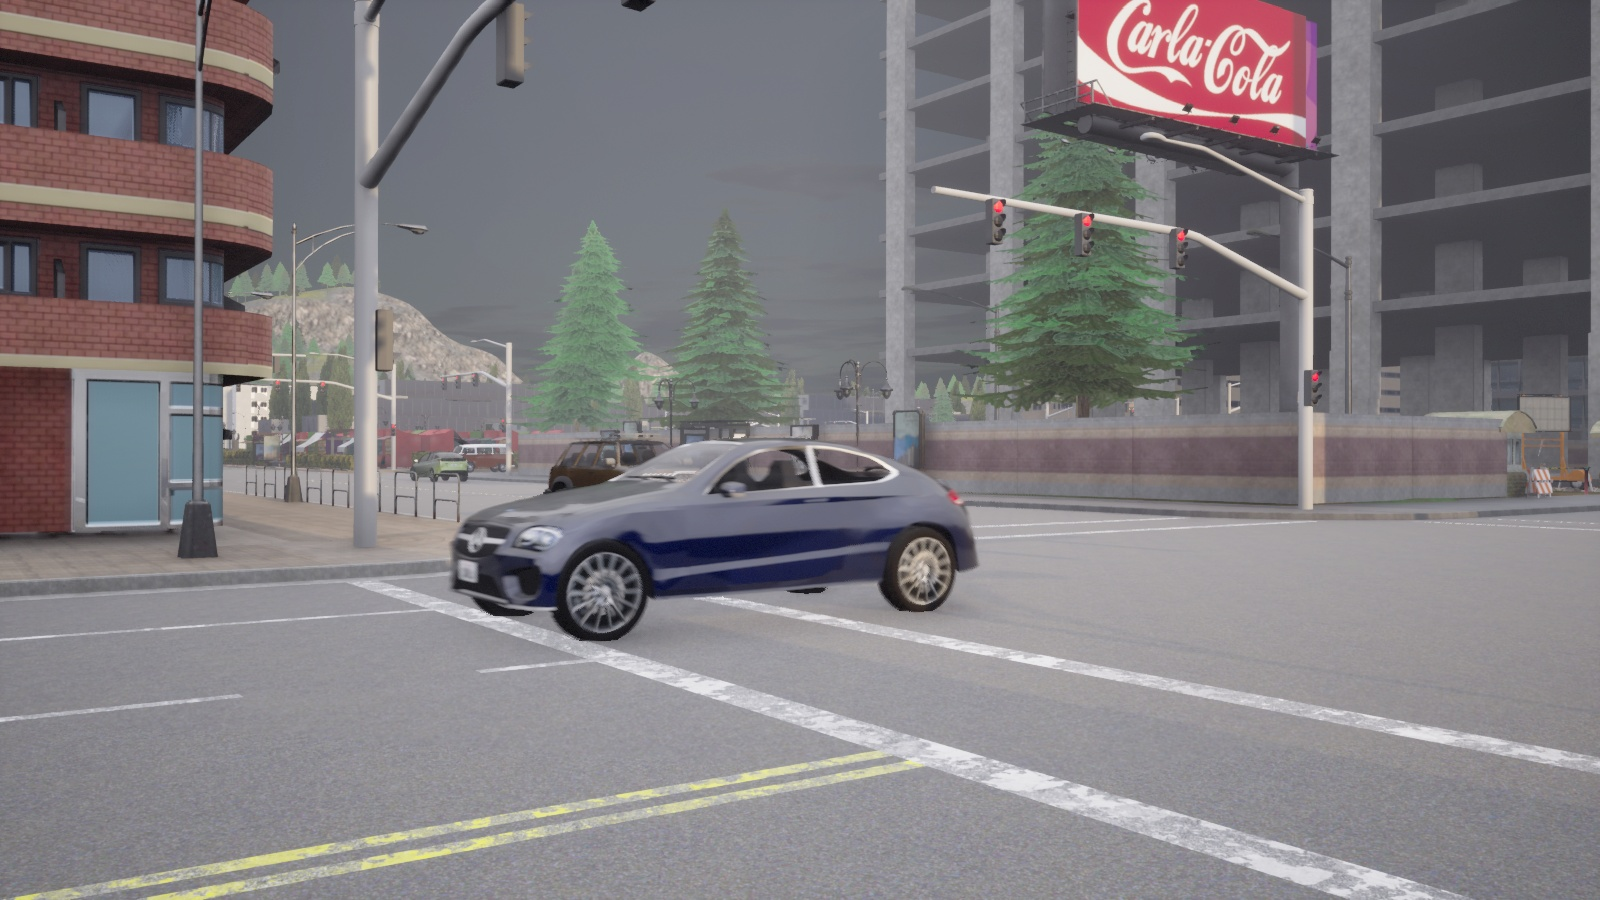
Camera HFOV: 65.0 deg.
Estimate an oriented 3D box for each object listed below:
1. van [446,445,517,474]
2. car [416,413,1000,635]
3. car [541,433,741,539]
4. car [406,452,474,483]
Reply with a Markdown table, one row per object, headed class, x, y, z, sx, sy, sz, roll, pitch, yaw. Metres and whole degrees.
| class | x | y | z | sx | sy | sz | roll | pitch | yaw |
| --- | --- | --- | --- | --- | --- | --- | --- | --- | --- |
| van | -22.778 | 0.681 | 89.898 | 4.480 | 2.038 | 2.069 | 0 | 0 | -35 |
| car | -0.729 | 0.554 | 11.683 | 5.027 | 1.651 | 2.152 | 0 | 0 | -35 |
| car | -3.203 | 0.627 | 24.470 | 1.932 | 1.855 | 4.605 | 0 | 0 | -35 |
| car | -18.486 | 0.888 | 64.403 | 2.007 | 1.525 | 4.514 | 0 | 0 | -35 |
